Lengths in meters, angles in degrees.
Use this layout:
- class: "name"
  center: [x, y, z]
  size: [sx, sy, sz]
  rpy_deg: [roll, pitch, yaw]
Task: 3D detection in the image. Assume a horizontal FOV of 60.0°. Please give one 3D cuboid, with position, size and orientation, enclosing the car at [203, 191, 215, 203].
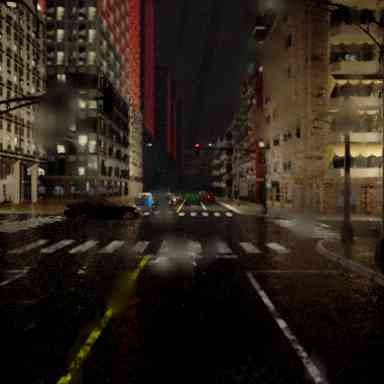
- class: "car"
  center: [2.736, 0.890, 55.781]
  size: [2.192, 1.841, 5.009]
  rpy_deg: [0, 0, 0]

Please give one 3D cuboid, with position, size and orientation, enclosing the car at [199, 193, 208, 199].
- class: "car"
  center: [2.755, 0.966, 77.985]
  size: [2.008, 1.369, 4.403]
  rpy_deg: [0, 0, 0]

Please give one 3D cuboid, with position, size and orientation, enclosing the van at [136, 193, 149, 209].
- class: "van"
  center: [-5.659, 1.038, 39.134]
  size: [1.690, 1.788, 3.998]
  rpy_deg: [0, 0, 0]

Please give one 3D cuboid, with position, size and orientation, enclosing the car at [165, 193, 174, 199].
- class: "car"
  center: [-5.621, 0.903, 83.372]
  size: [1.752, 1.417, 4.829]
  rpy_deg: [0, 0, 0]

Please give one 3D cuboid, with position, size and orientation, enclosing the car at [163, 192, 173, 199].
- class: "car"
  center: [-5.626, 0.855, 77.990]
  size: [1.967, 1.590, 4.097]
  rpy_deg: [0, 0, 0]

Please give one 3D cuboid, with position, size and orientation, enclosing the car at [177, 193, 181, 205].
- class: "car"
  center: [-3.050, 1.004, 45.190]
  size: [2.097, 1.767, 4.553]
  rpy_deg: [0, 0, 0]

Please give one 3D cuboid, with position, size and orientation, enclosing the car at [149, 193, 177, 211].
- class: "car"
  center: [-3.099, 1.070, 36.401]
  size: [2.097, 1.767, 4.553]
  rpy_deg: [0, 0, 1]

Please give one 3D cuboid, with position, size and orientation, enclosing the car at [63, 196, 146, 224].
- class: "car"
  center: [-5.928, 1.233, 22.007]
  size: [4.902, 1.511, 2.128]
  rpy_deg: [1, 1, -24]

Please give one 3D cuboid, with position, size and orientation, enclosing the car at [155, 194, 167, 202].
- class: "car"
  center: [-5.640, 1.061, 61.169]
  size: [1.752, 1.417, 4.829]
  rpy_deg: [0, 0, 0]

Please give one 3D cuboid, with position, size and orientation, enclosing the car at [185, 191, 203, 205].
- class: "car"
  center: [0.144, 0.841, 49.771]
  size: [2.150, 2.045, 5.566]
  rpy_deg: [0, 0, 0]

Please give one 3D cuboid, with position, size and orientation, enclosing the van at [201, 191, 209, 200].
- class: "van"
  center: [2.750, 0.796, 72.433]
  size: [1.690, 1.788, 3.998]
  rpy_deg: [0, 0, 0]

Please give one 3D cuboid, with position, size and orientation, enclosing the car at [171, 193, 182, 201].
- class: "car"
  center: [-2.944, 0.982, 65.527]
  size: [1.882, 1.535, 5.008]
  rpy_deg: [0, 0, 0]

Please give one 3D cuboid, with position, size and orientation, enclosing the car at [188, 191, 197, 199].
- class: "car"
  center: [0.068, 0.766, 78.648]
  size: [2.097, 1.767, 4.553]
  rpy_deg: [0, 0, 0]

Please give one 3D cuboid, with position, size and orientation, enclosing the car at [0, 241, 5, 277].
- class: "car"
  center: [-5.686, 1.386, 6.662]
  size: [1.967, 1.590, 4.097]
  rpy_deg: [0, 0, 0]

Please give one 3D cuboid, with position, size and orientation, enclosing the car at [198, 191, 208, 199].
- class: "car"
  center: [2.759, 0.692, 83.534]
  size: [2.192, 1.841, 5.009]
  rpy_deg: [0, 0, 0]
